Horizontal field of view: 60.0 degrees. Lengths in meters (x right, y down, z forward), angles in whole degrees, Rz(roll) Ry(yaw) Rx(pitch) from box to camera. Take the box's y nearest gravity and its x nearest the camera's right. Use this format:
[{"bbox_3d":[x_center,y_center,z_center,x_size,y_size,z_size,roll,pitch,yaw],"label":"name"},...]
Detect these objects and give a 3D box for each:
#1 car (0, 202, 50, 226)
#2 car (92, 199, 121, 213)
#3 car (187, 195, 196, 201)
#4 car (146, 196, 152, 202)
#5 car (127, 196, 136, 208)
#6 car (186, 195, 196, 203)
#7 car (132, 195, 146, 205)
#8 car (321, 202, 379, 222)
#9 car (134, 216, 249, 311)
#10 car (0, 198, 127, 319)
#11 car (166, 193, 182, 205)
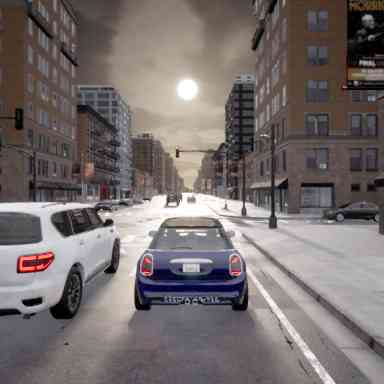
[{"bbox_3d":[-12.619,1.475,22.810,5.008,1.535,1.882,0,0,0],"label":"car"},{"bbox_3d":[-9.915,1.547,39.093,2.033,1.411,5.357,0,0,0],"label":"car"},{"bbox_3d":[-0.133,1.453,79.777,1.895,1.301,4.718,0,0,0],"label":"car"},{"bbox_3d":[-9.872,1.554,72.840,1.895,1.301,4.718,0,0,0],"label":"car"},{"bbox_3d":[-9.927,1.598,48.984,1.895,1.301,4.718,0,0,0],"label":"car"},{"bbox_3d":[-0.115,1.482,69.327,2.128,1.511,4.902,0,0,0],"label":"car"},{"bbox_3d":[-9.925,1.350,58.457,2.097,1.767,4.553,0,0,0],"label":"car"},{"bbox_3d":[12.679,1.545,25.986,4.892,1.490,1.837,0,0,2],"label":"car"},{"bbox_3d":[-0.005,1.352,7.944,2.097,1.767,4.553,0,0,0],"label":"car"},{"bbox_3d":[-3.160,1.223,7.485,2.150,2.045,5.566,0,0,0],"label":"car"},{"bbox_3d":[-3.244,1.216,56.799,2.150,2.045,5.566,0,0,0],"label":"car"}]
